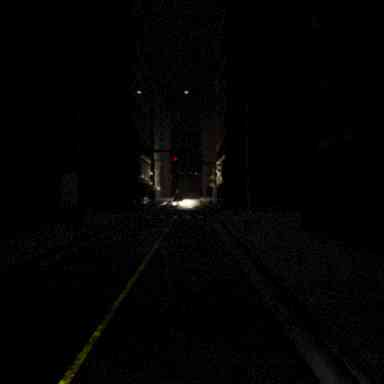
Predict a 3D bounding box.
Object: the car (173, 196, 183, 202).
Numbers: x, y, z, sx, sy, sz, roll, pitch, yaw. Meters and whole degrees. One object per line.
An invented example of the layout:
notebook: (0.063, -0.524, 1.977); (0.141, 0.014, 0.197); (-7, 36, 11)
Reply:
car: (-2.974, 1.497, 70.688); (1.895, 1.301, 4.718); (0, 0, 0)

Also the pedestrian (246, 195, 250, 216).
pedestrian: (4.645, 1.091, 27.824); (0.375, 1.860, 0.375); (0, 0, 0)

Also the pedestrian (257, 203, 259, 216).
pedestrian: (5.645, 1.460, 28.423); (0.500, 1.100, 0.500); (0, 0, 0)

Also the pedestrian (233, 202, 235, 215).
pedestrian: (3.645, 1.091, 29.024); (0.375, 1.860, 0.375); (0, 0, 0)
